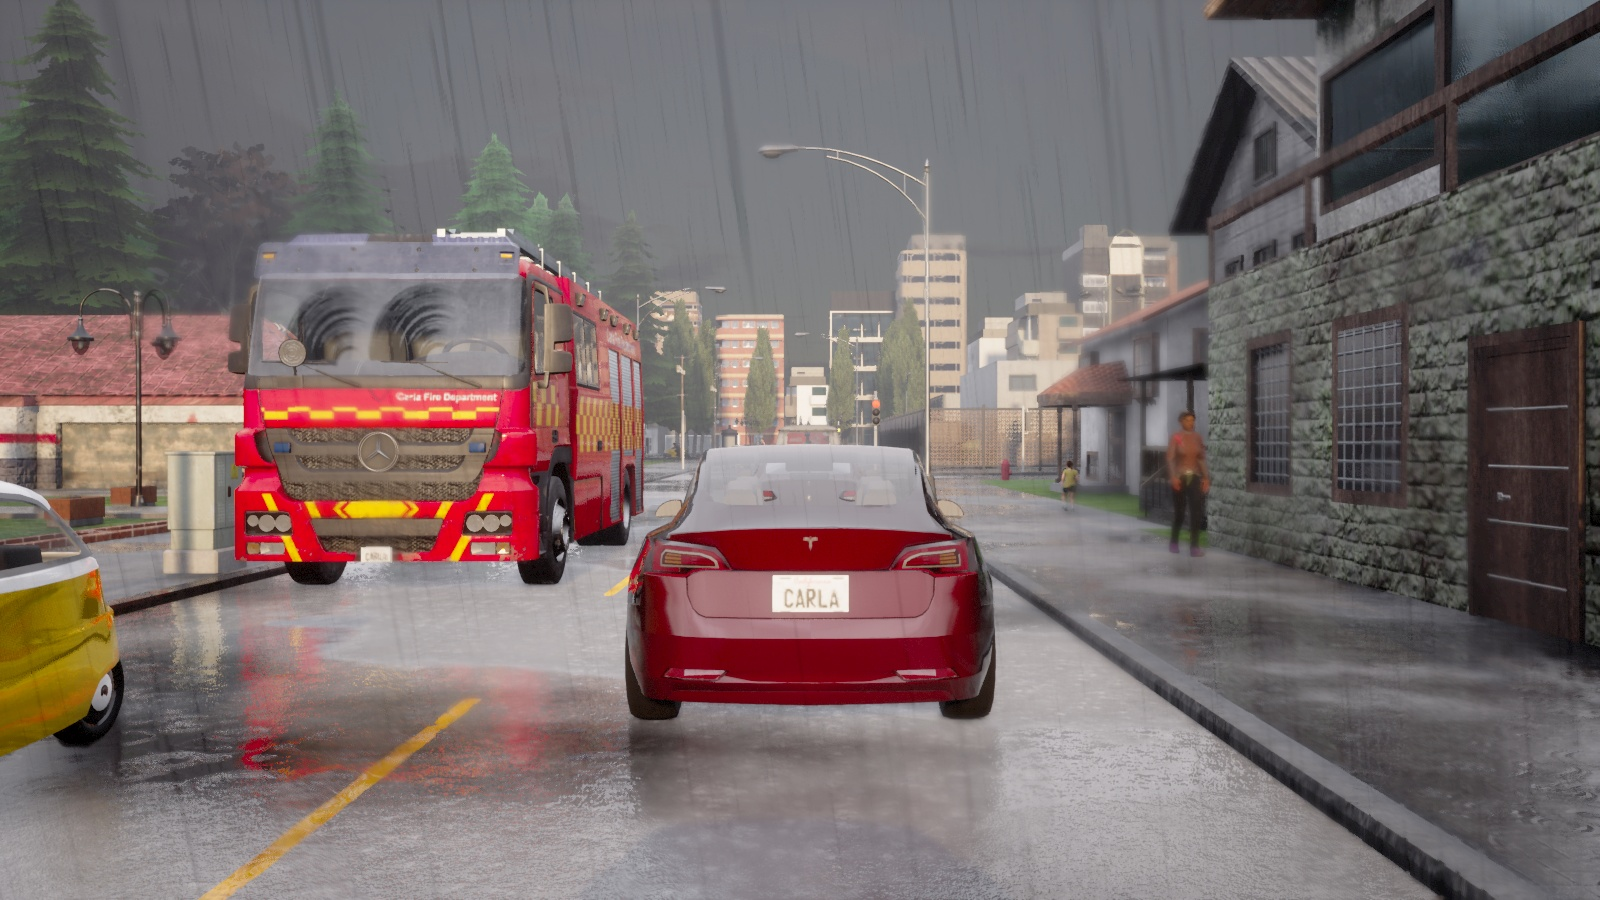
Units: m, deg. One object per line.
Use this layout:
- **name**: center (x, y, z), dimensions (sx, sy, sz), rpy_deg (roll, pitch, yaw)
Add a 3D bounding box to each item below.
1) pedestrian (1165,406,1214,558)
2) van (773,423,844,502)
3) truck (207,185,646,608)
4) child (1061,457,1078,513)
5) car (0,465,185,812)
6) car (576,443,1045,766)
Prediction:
- **pedestrian**: center (4.736, 0.373, 15.314), dimensions (0.328, 1.805, 0.869), rpy_deg (0, 0, 0)
- **van**: center (0.212, 0.308, 33.971), dimensions (1.775, 1.987, 4.442), rpy_deg (0, 0, 0)
- **truck**: center (-3.897, -0.509, 15.604), dimensions (2.891, 3.827, 8.468), rpy_deg (0, 0, 0)
- **child**: center (5.432, 0.697, 25.353), dimensions (0.255, 1.110, 0.394), rpy_deg (0, 0, 0)
- **car**: center (-3.954, 0.767, 5.450), dimensions (1.481, 1.376, 2.207), rpy_deg (0, 0, 0)
- **car**: center (0.061, 0.700, 8.198), dimensions (2.163, 1.488, 4.792), rpy_deg (0, 0, 0)
